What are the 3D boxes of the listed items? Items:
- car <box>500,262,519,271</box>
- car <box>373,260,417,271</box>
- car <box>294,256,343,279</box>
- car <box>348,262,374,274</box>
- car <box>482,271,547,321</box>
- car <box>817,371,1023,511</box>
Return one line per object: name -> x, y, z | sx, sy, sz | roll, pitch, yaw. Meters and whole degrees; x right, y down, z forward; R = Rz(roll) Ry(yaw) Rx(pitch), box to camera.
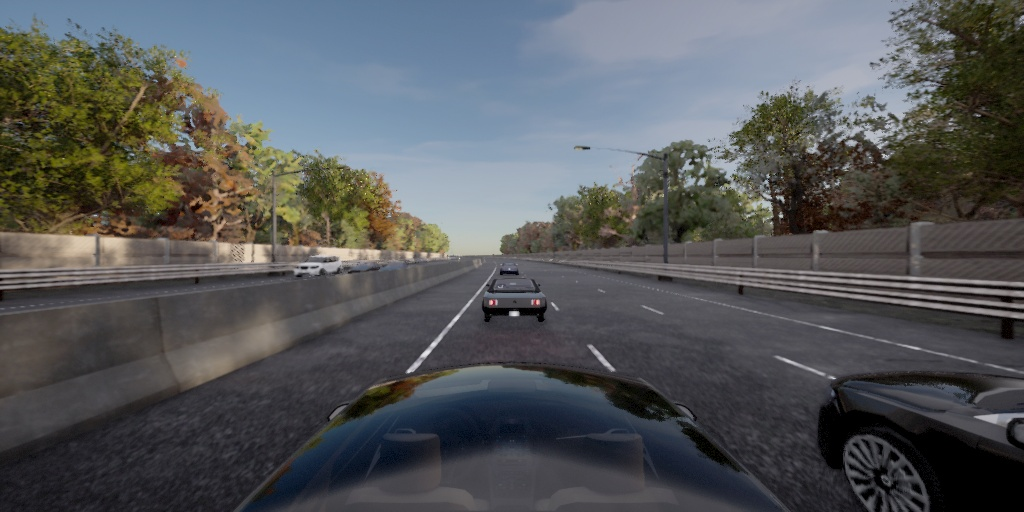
car -> -0.313, 1.328, 39.166 | 1.994, 1.385, 4.181 | 0, 0, -1
car -> -10.904, 1.308, 33.893 | 2.033, 1.411, 5.357 | 0, 0, -1
car -> -17.899, 0.982, 33.503 | 2.150, 2.045, 5.566 | 0, 0, -1
car -> -14.439, 1.309, 35.875 | 2.033, 1.411, 5.357 | 0, 0, -1
car -> 0.058, 1.355, 12.421 | 1.895, 1.301, 4.718 | 0, 0, 0
car -> 3.592, 1.241, 1.133 | 2.128, 1.511, 4.902 | 0, 0, 0
